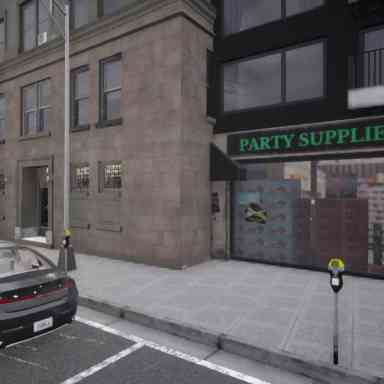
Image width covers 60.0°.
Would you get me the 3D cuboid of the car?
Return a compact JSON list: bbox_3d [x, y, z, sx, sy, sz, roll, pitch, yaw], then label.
[{"bbox_3d":[-3.788,1.551,5.746,4.403,1.369,2.008,0,0,35],"label":"car"}]
